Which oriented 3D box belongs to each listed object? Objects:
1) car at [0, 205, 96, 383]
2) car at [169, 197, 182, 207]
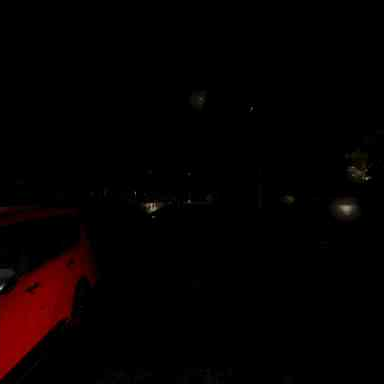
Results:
[{"bbox_3d":[-2.749,1.229,3.682,2.150,2.045,5.566,0,0,0],"label":"car"},{"bbox_3d":[-2.769,1.603,56.322,1.882,1.535,5.008,0,0,0],"label":"car"}]
